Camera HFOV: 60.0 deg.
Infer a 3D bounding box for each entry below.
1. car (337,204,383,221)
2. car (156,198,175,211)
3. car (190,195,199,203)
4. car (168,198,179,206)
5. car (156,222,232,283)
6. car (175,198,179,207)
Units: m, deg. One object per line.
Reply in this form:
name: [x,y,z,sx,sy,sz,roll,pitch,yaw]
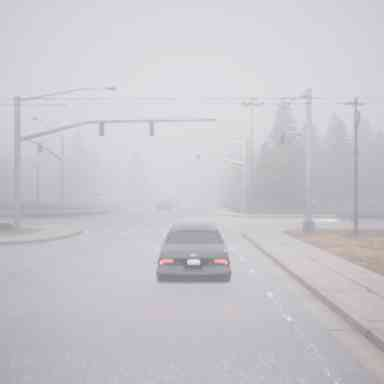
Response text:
car: [14.713,1.750,28.541,4.181,1.385,1.994,0,0,1]
car: [-3.642,1.751,44.021,1.837,1.490,4.892,0,0,0]
car: [0.560,1.682,81.762,2.150,2.045,5.566,0,0,2]
car: [-3.517,1.860,63.551,1.837,1.490,4.892,0,0,1]
car: [0.054,1.598,9.763,2.033,1.411,5.357,0,0,0]
car: [-3.626,1.792,53.673,2.128,1.511,4.902,0,0,0]
